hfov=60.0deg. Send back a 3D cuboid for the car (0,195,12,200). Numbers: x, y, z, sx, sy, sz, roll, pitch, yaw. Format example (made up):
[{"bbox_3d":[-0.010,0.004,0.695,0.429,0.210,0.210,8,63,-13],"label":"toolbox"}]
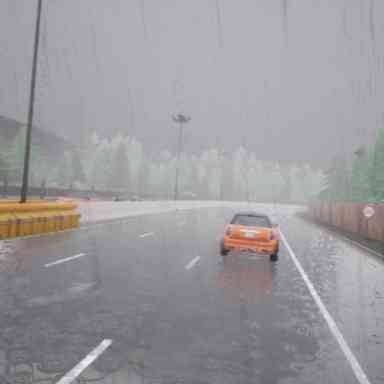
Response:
[{"bbox_3d":[-11.139,0.737,17.441,1.812,1.442,4.674,4,0,12],"label":"car"}]

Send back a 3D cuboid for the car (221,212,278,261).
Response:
[{"bbox_3d":[2.536,1.632,14.168,2.097,1.767,4.553,4,0,12],"label":"car"}]
